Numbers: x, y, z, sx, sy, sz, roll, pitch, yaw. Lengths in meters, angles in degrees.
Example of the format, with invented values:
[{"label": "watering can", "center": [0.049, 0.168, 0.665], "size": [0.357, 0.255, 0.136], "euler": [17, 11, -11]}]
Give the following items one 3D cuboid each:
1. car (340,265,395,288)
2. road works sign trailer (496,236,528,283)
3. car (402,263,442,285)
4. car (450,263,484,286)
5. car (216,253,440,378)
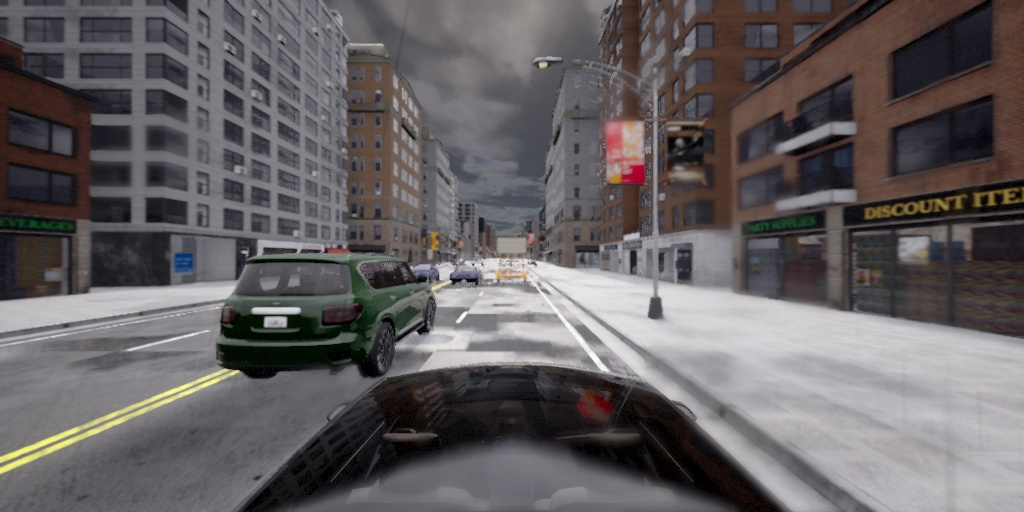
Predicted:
[{"label": "car", "center": [-9.863, 1.364, 24.893], "size": [1.895, 1.301, 4.718], "euler": [0, 0, 0]}, {"label": "road works sign trailer", "center": [-0.015, 0.230, 27.663], "size": [2.380, 3.560, 2.880], "euler": [0, 0, 0]}, {"label": "car", "center": [-6.612, 1.290, 26.838], "size": [1.812, 1.442, 4.674], "euler": [0, 0, 0]}, {"label": "car", "center": [-3.162, 1.365, 25.781], "size": [1.895, 1.301, 4.718], "euler": [0, 0, 0]}, {"label": "car", "center": [-3.155, 0.974, 7.465], "size": [2.150, 2.045, 5.566], "euler": [0, 0, 0]}]
